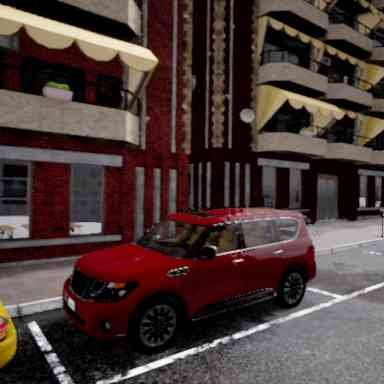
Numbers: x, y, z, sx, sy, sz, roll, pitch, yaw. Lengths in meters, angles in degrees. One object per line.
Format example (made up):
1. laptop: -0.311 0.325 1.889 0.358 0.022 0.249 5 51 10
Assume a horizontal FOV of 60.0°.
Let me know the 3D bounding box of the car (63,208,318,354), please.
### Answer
1. car: 0.302 1.290 6.289 5.009 1.841 2.192 -1 2 -36

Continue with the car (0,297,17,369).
1. car: -4.334 1.543 2.974 4.829 1.417 1.752 -1 2 -36
